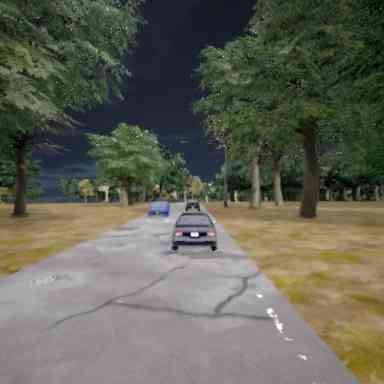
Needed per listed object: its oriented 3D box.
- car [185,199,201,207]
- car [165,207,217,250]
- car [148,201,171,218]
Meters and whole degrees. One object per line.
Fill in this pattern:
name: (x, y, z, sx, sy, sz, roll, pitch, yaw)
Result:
car: (0.098, 1.718, 44.258, 1.837, 1.490, 4.892, 0, 0, 0)
car: (0.099, 1.624, 14.767, 2.033, 1.411, 5.357, 0, 0, 0)
car: (-3.093, 1.633, 32.247, 1.882, 1.535, 5.008, 0, 0, 0)
